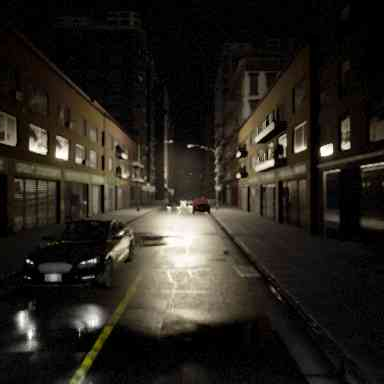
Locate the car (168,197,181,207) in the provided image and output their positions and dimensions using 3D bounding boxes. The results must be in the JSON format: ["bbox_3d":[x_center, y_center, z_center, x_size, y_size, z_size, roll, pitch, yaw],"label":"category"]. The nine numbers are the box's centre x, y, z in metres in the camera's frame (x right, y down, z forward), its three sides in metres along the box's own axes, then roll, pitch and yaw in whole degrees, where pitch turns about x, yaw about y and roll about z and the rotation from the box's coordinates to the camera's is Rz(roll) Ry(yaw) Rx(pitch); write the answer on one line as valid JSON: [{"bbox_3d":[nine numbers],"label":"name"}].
[{"bbox_3d":[-2.815,1.561,53.057,1.837,1.490,4.892,0,0,0],"label":"car"}]

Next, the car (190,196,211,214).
[{"bbox_3d":[0.960,1.509,35.343,1.882,1.535,5.008,0,0,0],"label":"car"}]

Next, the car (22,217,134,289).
[{"bbox_3d":[-2.850,1.497,9.291,2.128,1.511,4.902,0,0,0],"label":"car"}]

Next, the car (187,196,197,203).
[{"bbox_3d":[-0.004,1.566,70.938,2.128,1.511,4.902,0,0,0],"label":"car"}]

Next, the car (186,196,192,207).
[{"bbox_3d":[-0.003,1.656,53.108,1.895,1.301,4.718,0,0,0],"label":"car"}]
